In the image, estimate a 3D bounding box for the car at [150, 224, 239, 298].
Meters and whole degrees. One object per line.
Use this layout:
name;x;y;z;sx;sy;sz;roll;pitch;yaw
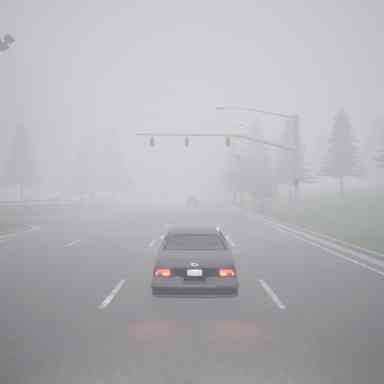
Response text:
car;0.070;1.547;8.694;2.033;1.411;5.357;0;0;0

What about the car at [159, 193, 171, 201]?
car;-6.959;1.215;83.409;2.150;2.045;5.566;0;0;0

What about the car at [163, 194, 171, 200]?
car;-6.954;1.383;93.799;1.994;1.385;4.181;0;0;0

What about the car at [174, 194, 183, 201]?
car;-3.459;1.515;83.794;1.812;1.442;4.674;0;0;0

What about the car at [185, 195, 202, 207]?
car;0.023;1.350;52.733;2.097;1.767;4.553;0;0;0

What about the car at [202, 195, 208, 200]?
car;3.546;1.498;94.208;1.837;1.490;4.892;0;0;0

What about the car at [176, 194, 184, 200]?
car;-3.454;1.355;93.798;2.128;1.511;4.902;0;0;0

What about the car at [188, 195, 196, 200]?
car;0.046;1.538;94.209;2.033;1.411;5.357;0;0;0
